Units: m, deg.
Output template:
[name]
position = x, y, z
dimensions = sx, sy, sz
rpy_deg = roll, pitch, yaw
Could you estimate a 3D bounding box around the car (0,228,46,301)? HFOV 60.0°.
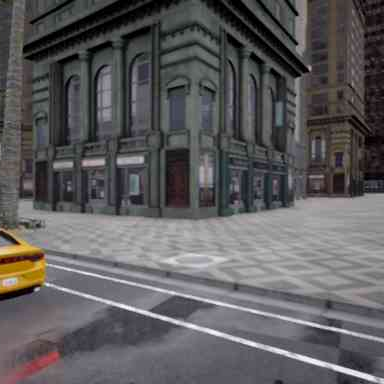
[car]
position = -5.310, 1.472, 7.471
dimensions = 5.008, 1.535, 1.882
rpy_deg = 0, 0, 35
